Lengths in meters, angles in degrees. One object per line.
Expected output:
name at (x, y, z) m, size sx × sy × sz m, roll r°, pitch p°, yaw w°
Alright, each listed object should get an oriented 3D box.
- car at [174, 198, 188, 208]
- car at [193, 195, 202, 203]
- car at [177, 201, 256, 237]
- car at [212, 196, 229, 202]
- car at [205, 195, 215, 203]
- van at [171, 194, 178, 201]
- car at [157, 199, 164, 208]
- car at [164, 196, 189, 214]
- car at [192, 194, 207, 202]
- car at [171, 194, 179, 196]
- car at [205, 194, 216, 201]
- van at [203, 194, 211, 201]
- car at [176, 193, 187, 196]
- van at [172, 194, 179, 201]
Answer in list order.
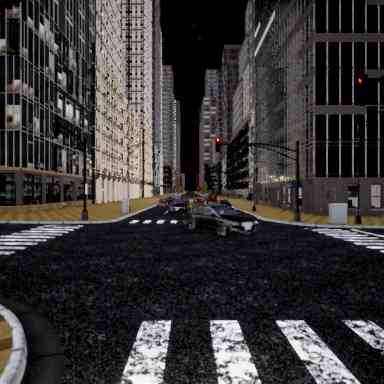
car at (-1.595, 1.610, 49.866) m, size 1.895 × 1.301 × 4.718 m, roll 0°, pitch 0°, yaw 0°
car at (1.145, 1.488, 73.260) m, size 1.837 × 1.490 × 4.892 m, roll 0°, pitch 0°, yaw 0°
car at (1.472, 1.516, 18.523) m, size 2.128 × 1.511 × 4.902 m, roll 0°, pitch 0°, yaw -32°
car at (3.900, 1.579, 41.808) m, size 1.947 × 1.339 × 4.313 m, roll 0°, pitch 0°, yaw 0°
car at (3.717, 1.432, 69.445) m, size 1.967 × 1.590 × 4.097 m, roll 0°, pitch 0°, yaw 0°
van at (-4.217, 1.321, 80.461) m, size 1.690 × 1.788 × 3.998 m, roll 0°, pitch 0°, yaw 0°
car at (-4.056, 1.593, 47.296) m, size 1.802 × 1.307 × 4.206 m, roll 0°, pitch 0°, yaw 0°
car at (-1.534, 1.508, 36.012) m, size 2.128 × 1.511 × 4.902 m, roll 0°, pitch 0°, yaw 0°
car at (1.274, 1.599, 63.092) m, size 1.895 × 1.301 × 4.718 m, roll 0°, pitch 0°, yaw 0°
car at (-4.136, 1.564, 63.878) m, size 1.947 × 1.339 × 4.313 m, roll 0°, pitch 0°, yaw 0°
car at (3.744, 1.313, 63.916) m, size 2.192 × 1.841 × 5.009 m, roll 0°, pitch 0°, yaw 0°
van at (3.663, 1.321, 80.499) m, size 1.690 × 1.788 × 3.998 m, roll 0°, pitch 0°, yaw 0°
car at (-1.595, 1.346, 66.301) m, size 2.097 × 1.767 × 4.553 m, roll 0°, pitch 0°, yaw 0°
van at (-4.244, 1.315, 85.989) m, size 1.690 × 1.788 × 3.998 m, roll 0°, pitch 0°, yaw 0°
